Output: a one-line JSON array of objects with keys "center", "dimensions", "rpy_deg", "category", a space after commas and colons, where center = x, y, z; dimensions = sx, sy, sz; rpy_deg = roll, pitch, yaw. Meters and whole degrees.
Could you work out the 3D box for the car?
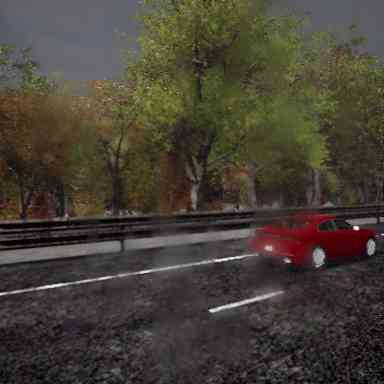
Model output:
[{"center": [4.240, 1.490, 11.131], "dimensions": [5.008, 1.535, 1.882], "rpy_deg": [0, 0, -36], "category": "car"}]
